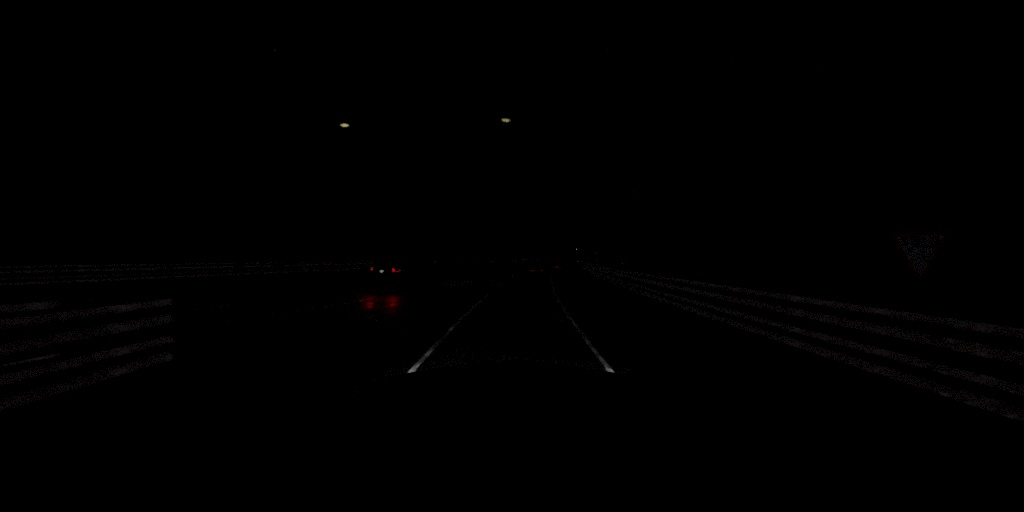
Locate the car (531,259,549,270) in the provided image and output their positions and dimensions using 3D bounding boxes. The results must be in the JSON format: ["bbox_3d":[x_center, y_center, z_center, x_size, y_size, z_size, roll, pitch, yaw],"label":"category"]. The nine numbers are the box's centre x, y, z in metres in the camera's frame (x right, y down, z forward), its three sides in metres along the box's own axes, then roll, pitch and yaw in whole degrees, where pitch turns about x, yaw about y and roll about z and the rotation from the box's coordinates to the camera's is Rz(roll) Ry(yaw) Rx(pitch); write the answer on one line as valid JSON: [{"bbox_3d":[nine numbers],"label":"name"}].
[{"bbox_3d":[4.250,1.256,53.827,1.882,1.535,5.008,0,0,17],"label":"car"}]

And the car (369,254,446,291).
[{"bbox_3d":[-6.163,0.916,21.861,2.150,2.045,5.566,1,0,19],"label":"car"}]
